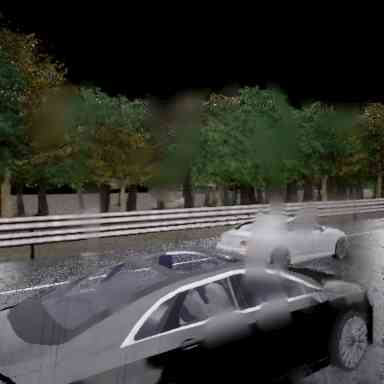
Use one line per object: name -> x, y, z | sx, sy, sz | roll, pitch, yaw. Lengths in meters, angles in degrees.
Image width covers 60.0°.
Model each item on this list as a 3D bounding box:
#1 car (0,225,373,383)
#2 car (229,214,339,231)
car -> 0.244, 1.457, 3.916 | 4.902, 1.511, 2.128 | -1, 1, -36
car -> 2.817, 1.407, 10.065 | 4.674, 1.442, 1.812 | -1, 1, -35
